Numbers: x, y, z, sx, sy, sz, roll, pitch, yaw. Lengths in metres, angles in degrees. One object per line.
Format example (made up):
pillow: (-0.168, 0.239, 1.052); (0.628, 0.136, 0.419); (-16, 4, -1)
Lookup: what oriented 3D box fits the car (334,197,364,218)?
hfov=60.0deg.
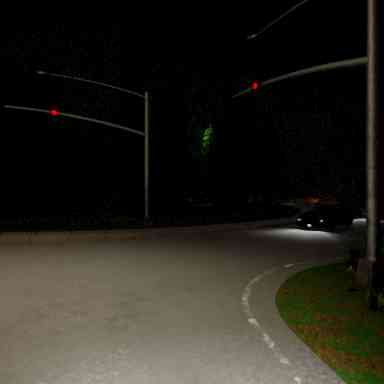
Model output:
car: (14.276, 1.479, 30.270); (1.837, 1.490, 4.892); (0, 0, 20)

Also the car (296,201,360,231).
car: (8.529, 1.521, 20.977); (2.033, 1.411, 5.357); (0, 0, 43)

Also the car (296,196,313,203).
car: (19.575, 1.451, 56.096); (1.882, 1.535, 5.008); (0, 0, -16)

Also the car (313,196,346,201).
car: (16.655, 1.451, 40.486); (1.882, 1.535, 5.008); (0, 0, 8)
